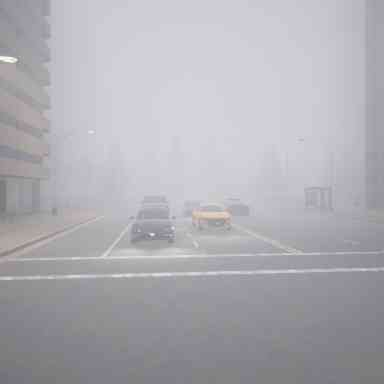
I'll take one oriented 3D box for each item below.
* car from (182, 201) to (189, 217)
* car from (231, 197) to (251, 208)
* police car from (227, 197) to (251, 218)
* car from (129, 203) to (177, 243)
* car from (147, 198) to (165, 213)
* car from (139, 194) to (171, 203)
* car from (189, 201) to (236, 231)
[{"bbox_3d":[0.093,1.547,31.196,2.033,1.411,5.357,0,0,-6],"label":"car"},{"bbox_3d":[7.361,1.515,49.504,1.812,1.442,4.674,0,0,25],"label":"car"},{"bbox_3d":[3.767,1.425,30.545,1.930,1.638,5.238,0,0,-6],"label":"police car"},{"bbox_3d":[-1.879,1.505,16.073,1.837,1.490,4.892,0,0,-6],"label":"car"},{"bbox_3d":[-4.098,1.478,38.206,1.882,1.535,5.008,0,0,-6],"label":"car"},{"bbox_3d":[-2.882,1.221,25.868,2.150,2.045,5.566,0,0,-6],"label":"car"},{"bbox_3d":[1.138,1.478,20.968,1.882,1.535,5.008,0,0,-6],"label":"car"}]
